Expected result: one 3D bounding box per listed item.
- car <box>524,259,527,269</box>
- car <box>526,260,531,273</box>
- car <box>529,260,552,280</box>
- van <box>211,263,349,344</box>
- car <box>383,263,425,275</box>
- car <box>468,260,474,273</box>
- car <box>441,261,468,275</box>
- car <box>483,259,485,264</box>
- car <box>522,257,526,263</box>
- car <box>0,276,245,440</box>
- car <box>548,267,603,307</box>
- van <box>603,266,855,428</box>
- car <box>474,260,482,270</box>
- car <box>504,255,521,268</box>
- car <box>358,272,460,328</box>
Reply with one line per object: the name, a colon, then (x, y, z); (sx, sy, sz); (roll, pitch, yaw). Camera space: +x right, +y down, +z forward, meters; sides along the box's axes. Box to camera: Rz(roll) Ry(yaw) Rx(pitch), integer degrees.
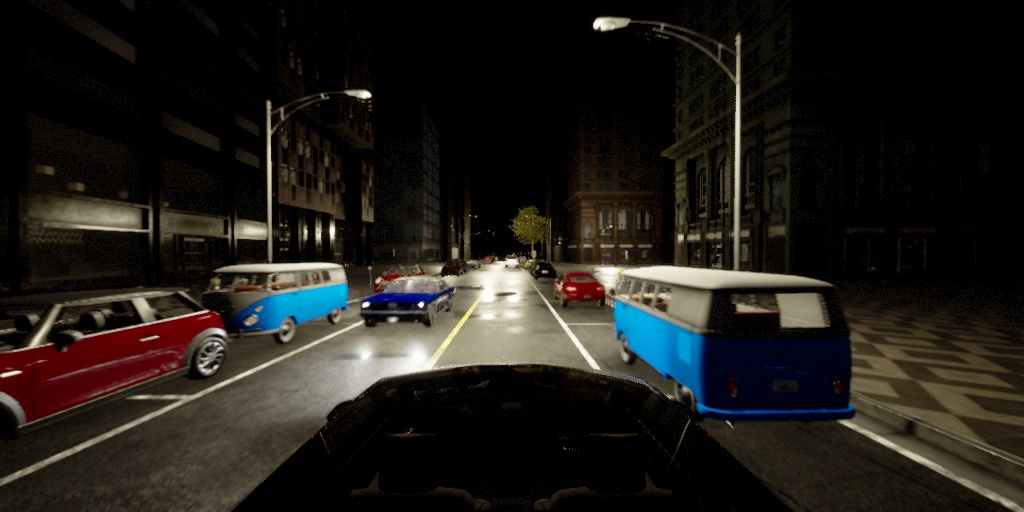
car: (2.743, 1.276, 41.187); (2.007, 1.370, 4.403); (0, 0, 0)
car: (2.746, 1.297, 35.985); (1.948, 1.339, 4.313); (0, 0, 0)
car: (2.748, 1.303, 30.781); (1.948, 1.339, 4.313); (0, 0, 0)
van: (-5.767, 1.088, 9.195); (1.690, 1.789, 3.998); (0, 0, 0)
car: (-5.772, 1.183, 19.146); (1.967, 1.591, 4.097); (0, 0, 0)
car: (-5.782, 1.307, 40.659); (1.802, 1.307, 4.207); (0, 0, 0)
car: (-5.779, 1.276, 35.281); (1.888, 1.381, 4.507); (0, 0, 0)
car: (-5.789, 1.261, 56.794); (1.948, 1.339, 4.313); (0, 0, 0)
car: (2.739, 1.233, 51.764); (1.751, 1.417, 4.829); (0, 0, 0)
car: (-5.765, 1.188, 4.309); (1.967, 1.591, 4.097); (0, 0, 0)
car: (2.756, 1.328, 15.173); (1.802, 1.307, 4.207); (0, 0, 0)
van: (2.798, 1.090, 5.510); (1.690, 1.789, 3.998); (0, 0, 0)
car: (-5.787, 1.258, 51.415); (2.007, 1.370, 4.403); (0, 0, 0)
car: (-0.026, 0.912, 58.401); (2.150, 2.045, 5.566); (0, 0, 0)
car: (-3.064, 1.347, 11.458); (1.895, 1.301, 4.718); (0, 0, 0)
